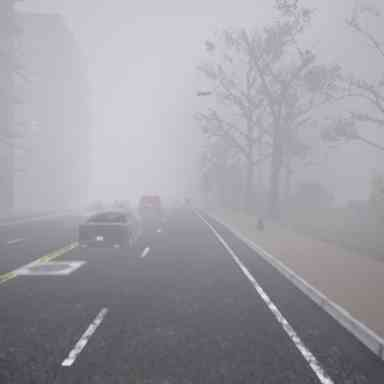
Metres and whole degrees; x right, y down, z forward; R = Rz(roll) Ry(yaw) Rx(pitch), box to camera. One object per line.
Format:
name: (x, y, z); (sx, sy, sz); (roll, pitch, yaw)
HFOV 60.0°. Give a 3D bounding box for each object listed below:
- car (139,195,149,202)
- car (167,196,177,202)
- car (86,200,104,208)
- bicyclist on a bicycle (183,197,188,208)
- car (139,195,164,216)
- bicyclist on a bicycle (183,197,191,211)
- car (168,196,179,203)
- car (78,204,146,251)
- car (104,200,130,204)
car: (-10.872, 1.397, 76.088); (2.033, 1.411, 5.357); (0, 0, -6)
car: (-4.920, 1.643, 81.328); (2.033, 1.411, 5.357); (0, 0, -7)
car: (-11.042, 1.665, 38.885); (1.994, 1.385, 4.181); (0, 0, -3)
bicyclist on a bicycle: (-0.990, 1.564, 49.616); (0.582, 1.620, 1.656); (0, 0, -4)
car: (-4.022, 1.302, 33.008); (2.150, 2.045, 5.566); (0, 0, -3)
bicyclist on a bicycle: (-0.389, 1.464, 40.642); (0.659, 1.776, 1.843); (0, 0, -3)
car: (-3.799, 1.708, 71.181); (1.994, 1.385, 4.181); (0, 0, -6)
car: (-3.350, 1.516, 14.358); (1.882, 1.535, 5.008); (0, 0, -1)
car: (-7.607, 1.582, 35.578); (2.128, 1.511, 4.902); (0, 0, -3)
